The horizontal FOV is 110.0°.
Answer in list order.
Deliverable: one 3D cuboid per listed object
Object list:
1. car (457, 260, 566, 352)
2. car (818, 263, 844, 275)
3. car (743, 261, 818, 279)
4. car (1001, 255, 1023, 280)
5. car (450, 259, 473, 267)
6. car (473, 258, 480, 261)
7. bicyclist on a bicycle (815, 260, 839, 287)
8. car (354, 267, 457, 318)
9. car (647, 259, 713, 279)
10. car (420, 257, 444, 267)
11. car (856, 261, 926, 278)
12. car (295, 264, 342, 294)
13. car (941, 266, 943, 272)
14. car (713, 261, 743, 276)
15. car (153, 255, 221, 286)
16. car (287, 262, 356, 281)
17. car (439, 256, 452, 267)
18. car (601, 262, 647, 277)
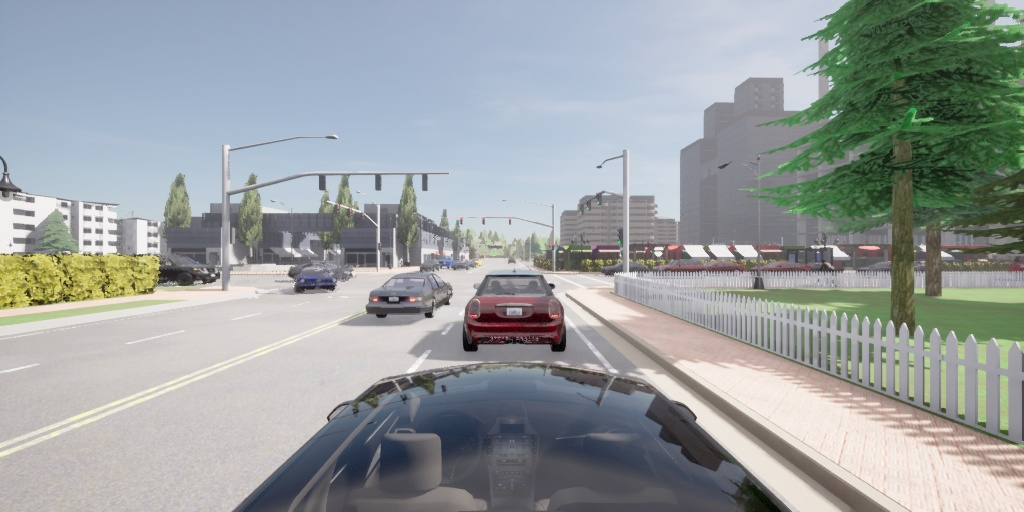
[{"bbox_3d":[0.063,1.102,9.089,2.097,1.767,4.553,0,0,0],"label":"car"},{"bbox_3d":[30.449,1.351,36.227,4.718,1.301,1.895,0,0,-1],"label":"car"},{"bbox_3d":[24.288,1.228,32.571,5.008,1.535,1.882,0,0,-1],"label":"car"},{"bbox_3d":[44.463,0.968,29.385,5.566,2.045,2.150,0,0,-1],"label":"car"},{"bbox_3d":[-7.107,1.314,51.095,1.994,1.385,4.181,0,0,0],"label":"car"},{"bbox_3d":[-7.092,1.297,60.338,2.033,1.411,5.357,0,0,0],"label":"car"},{"bbox_3d":[18.789,1.052,21.448,0.582,1.620,1.656,0,0,-1],"label":"bicyclist on a bicycle"},{"bbox_3d":[-3.420,1.297,12.924,2.033,1.411,5.357,0,0,0],"label":"car"},{"bbox_3d":[15.075,1.102,32.339,4.553,1.767,2.097,0,0,-1],"label":"car"},{"bbox_3d":[-10.608,1.255,46.518,1.837,1.490,4.892,0,0,0],"label":"car"},{"bbox_3d":[34.349,1.255,32.816,4.892,1.490,1.837,0,0,-1],"label":"car"},{"bbox_3d":[-11.124,1.351,20.419,1.895,1.301,4.718,0,0,-31],"label":"car"},{"bbox_3d":[40.674,1.241,36.454,4.902,1.511,2.128,0,0,-1],"label":"car"},{"bbox_3d":[20.551,1.227,35.981,5.008,1.535,1.882,0,0,-1],"label":"car"},{"bbox_3d":[-23.115,0.972,24.302,5.566,2.045,2.150,0,0,-2],"label":"car"},{"bbox_3d":[-14.858,1.242,28.144,4.902,1.511,2.128,0,0,-2],"label":"car"},{"bbox_3d":[-10.601,0.971,56.380,2.150,2.045,5.566,0,0,0],"label":"car"},{"bbox_3d":[11.226,1.276,35.726,4.674,1.442,1.812,0,0,-1],"label":"car"}]
